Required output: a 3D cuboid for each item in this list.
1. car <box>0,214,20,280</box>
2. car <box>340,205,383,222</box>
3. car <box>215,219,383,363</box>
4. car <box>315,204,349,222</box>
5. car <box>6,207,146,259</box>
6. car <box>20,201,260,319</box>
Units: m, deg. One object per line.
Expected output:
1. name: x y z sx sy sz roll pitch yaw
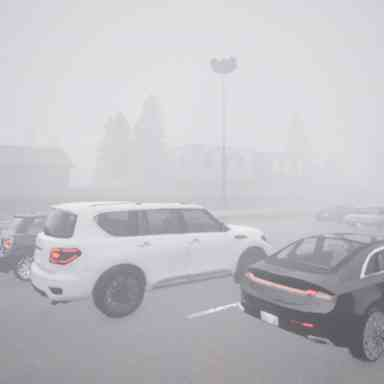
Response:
1. car: -3.297 1.349 9.995 4.553 1.767 2.097 0 0 -36
2. car: 11.481 1.582 20.549 4.718 1.301 1.895 0 0 -36
3. car: 3.018 1.486 5.901 4.902 1.511 2.128 0 0 -36
4. car: 11.002 1.544 24.507 4.181 1.385 1.994 0 0 -36
5. car: -4.528 1.474 13.417 5.008 1.535 1.882 0 0 -36
6. car: -0.609 1.219 7.615 5.566 2.045 2.150 0 0 -36
